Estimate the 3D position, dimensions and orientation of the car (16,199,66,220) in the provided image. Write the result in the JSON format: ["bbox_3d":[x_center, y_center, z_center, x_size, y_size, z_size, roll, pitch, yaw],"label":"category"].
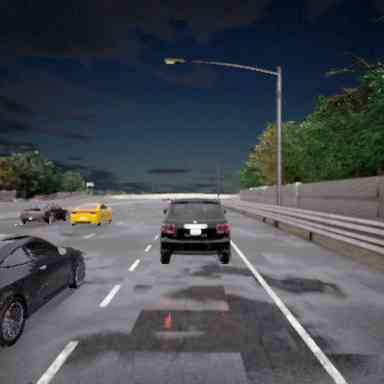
[{"bbox_3d":[-10.393,1.524,23.862,2.128,1.511,4.902,0,0,0],"label":"car"}]

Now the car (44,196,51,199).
[{"bbox_3d":[-21.042,1.821,52.740,1.882,1.535,5.008,0,0,0],"label":"car"}]

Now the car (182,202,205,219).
[{"bbox_3d":[0.109,1.653,30.948,1.994,1.385,4.181,0,0,0],"label":"car"}]

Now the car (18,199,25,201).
[{"bbox_3d":[-31.483,1.969,62.355,2.033,1.411,5.357,0,-1,0],"label":"car"}]

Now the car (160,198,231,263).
[{"bbox_3d":[0.103,1.207,12.019,2.150,2.045,5.566,0,0,0],"label":"car"}]

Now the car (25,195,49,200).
[{"bbox_3d":[-27.986,1.632,61.438,2.150,2.045,5.566,0,0,0],"label":"car"}]

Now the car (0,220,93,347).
[{"bbox_3d":[-3.498,1.510,6.146,1.812,1.442,4.674,0,0,0],"label":"car"}]

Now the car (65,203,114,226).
[{"bbox_3d":[-6.893,1.507,23.430,1.882,1.535,5.008,0,0,0],"label":"car"}]
